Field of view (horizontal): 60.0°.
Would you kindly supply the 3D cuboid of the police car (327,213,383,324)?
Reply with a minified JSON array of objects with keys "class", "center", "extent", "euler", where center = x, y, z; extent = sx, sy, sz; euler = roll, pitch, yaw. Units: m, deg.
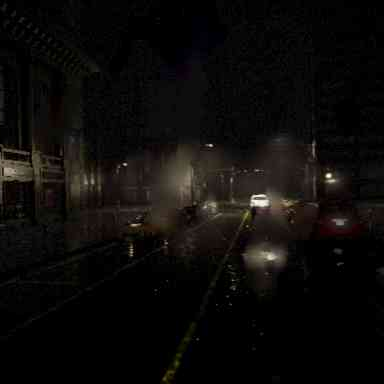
[{"class":"police car","center":[3.892,1.381,5.489],"extent":[1.930,1.638,5.238],"euler":[-2,-1,11]}]

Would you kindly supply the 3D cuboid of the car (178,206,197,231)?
[{"class":"car","center":[-1.134,1.814,22.290],"extent":[1.802,1.307,4.206],"euler":[-2,-1,11]}]

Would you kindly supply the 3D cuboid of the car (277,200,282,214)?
[{"class":"car","center":[10.441,1.538,37.277],"extent":[1.967,1.590,4.097],"euler":[-2,-1,11]}]

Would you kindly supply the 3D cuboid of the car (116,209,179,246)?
[{"class":"car","center":[-2.239,1.731,16.589],"extent":[1.752,1.417,4.829],"euler":[-2,-1,11]}]

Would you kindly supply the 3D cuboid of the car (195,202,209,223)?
[{"class":"car","center":[-0.064,1.824,27.824],"extent":[1.947,1.339,4.313],"euler":[-2,-1,11]}]

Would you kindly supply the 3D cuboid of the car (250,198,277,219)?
[{"class":"car","center":[6.393,1.621,30.553],"extent":[2.128,1.511,4.902],"euler":[-1,-1,11]}]

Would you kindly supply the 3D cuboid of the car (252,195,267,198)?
[{"class":"car","center":[8.233,1.402,40.408],"extent":[2.150,2.045,5.566],"euler":[-1,-1,11]}]

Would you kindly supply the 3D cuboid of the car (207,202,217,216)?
[{"class":"car","center":[1.006,1.852,33.358],"extent":[1.947,1.339,4.313],"euler":[-2,-1,11]}]

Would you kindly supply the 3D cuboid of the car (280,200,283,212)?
[{"class":"car","center":[8.304,1.608,26.209],"extent":[1.947,1.339,4.313],"euler":[-2,-1,11]}]

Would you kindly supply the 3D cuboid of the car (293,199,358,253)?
[{"class":"car","center":[6.155,1.305,15.144],"extent":[2.192,1.841,5.009],"euler":[-2,-1,11]}]

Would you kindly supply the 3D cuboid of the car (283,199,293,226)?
[{"class":"car","center":[7.226,1.331,20.677],"extent":[2.192,1.841,5.009],"euler":[-2,-1,11]}]
